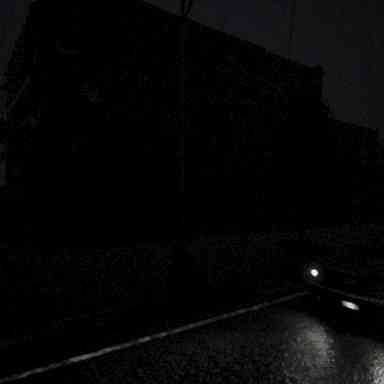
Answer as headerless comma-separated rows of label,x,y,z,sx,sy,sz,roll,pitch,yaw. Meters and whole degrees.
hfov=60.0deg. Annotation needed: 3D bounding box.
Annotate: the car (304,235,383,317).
car,4.445,1.583,6.850,4.718,1.301,1.895,0,0,-35
